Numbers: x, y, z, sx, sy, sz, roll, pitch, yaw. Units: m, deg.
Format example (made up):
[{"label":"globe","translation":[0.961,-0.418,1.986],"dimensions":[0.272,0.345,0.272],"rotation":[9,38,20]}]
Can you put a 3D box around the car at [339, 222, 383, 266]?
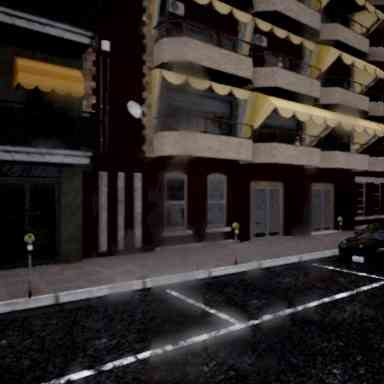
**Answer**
[{"label":"car","translation":[6.867,1.714,11.466],"dimensions":[4.313,1.339,1.947],"rotation":[1,-1,-35]}]
